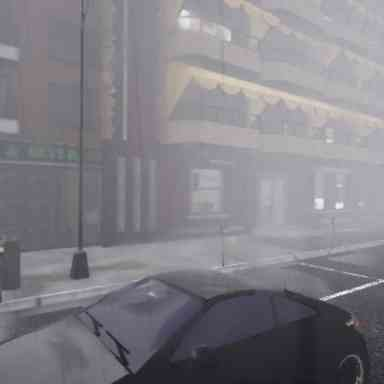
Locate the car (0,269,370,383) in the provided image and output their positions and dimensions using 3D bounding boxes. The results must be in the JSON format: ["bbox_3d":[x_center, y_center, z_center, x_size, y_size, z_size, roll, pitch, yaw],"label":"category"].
[{"bbox_3d":[-0.086,1.574,3.319,4.181,1.385,1.994,0,0,-35],"label":"car"}]
